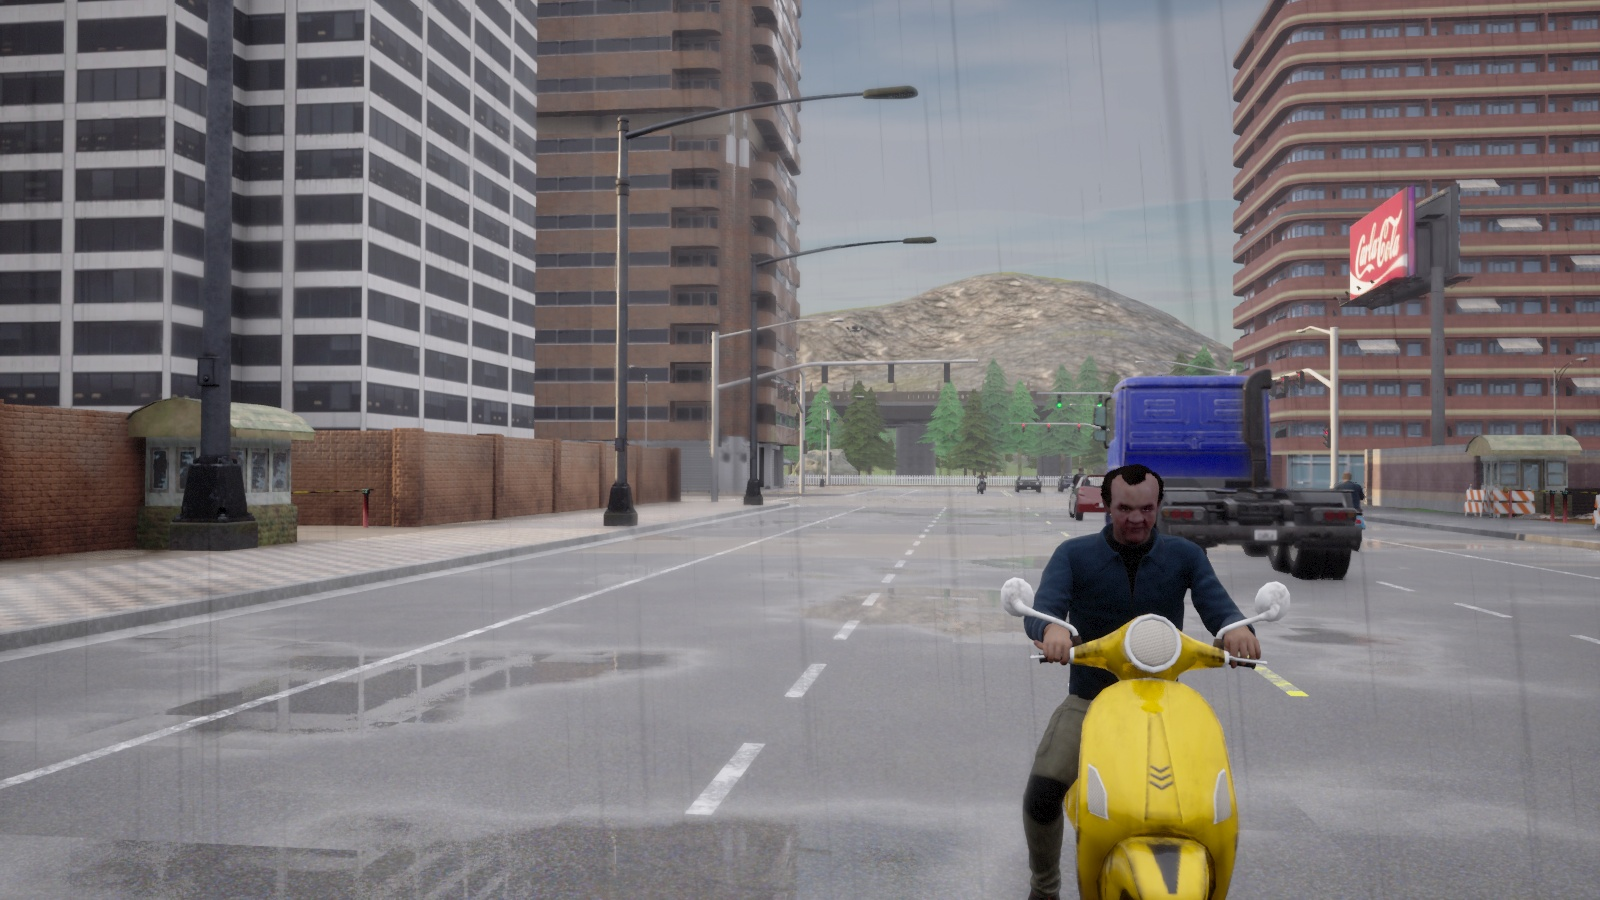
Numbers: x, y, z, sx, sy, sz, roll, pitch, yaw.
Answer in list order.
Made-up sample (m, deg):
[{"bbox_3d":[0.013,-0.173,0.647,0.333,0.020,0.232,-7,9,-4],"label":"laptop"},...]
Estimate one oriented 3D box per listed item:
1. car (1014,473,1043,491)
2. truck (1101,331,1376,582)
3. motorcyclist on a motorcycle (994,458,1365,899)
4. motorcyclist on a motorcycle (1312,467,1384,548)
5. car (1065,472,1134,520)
[{"bbox_3d":[17.337,2.444,95.418,1.895,1.301,4.718,0,-1,8],"label":"car"},{"bbox_3d":[7.028,0.164,21.429,2.891,3.462,7.936,0,-1,8],"label":"truck"},{"bbox_3d":[1.080,0.831,4.042,0.866,1.590,1.817,0,-1,8],"label":"motorcyclist on a motorcycle"},{"bbox_3d":[11.150,1.153,25.612,0.866,1.590,1.817,0,-1,8],"label":"motorcyclist on a motorcycle"},{"bbox_3d":[9.814,1.483,41.389,1.845,1.501,3.633,0,-1,8],"label":"car"}]
